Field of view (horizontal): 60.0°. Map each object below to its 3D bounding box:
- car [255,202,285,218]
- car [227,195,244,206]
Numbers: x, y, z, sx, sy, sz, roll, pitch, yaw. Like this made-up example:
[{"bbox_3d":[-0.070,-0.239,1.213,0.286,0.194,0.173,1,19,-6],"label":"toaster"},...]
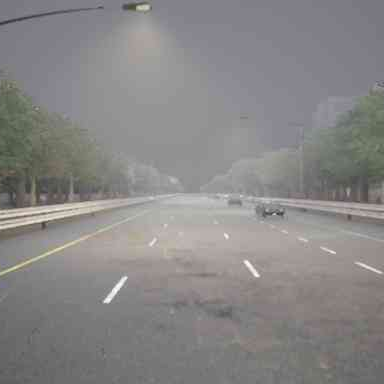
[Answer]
[{"bbox_3d":[6.998,1.607,30.421,1.895,1.301,4.718,0,0,0],"label":"car"},{"bbox_3d":[7.001,1.371,55.603,2.097,1.767,4.553,0,0,0],"label":"car"}]
